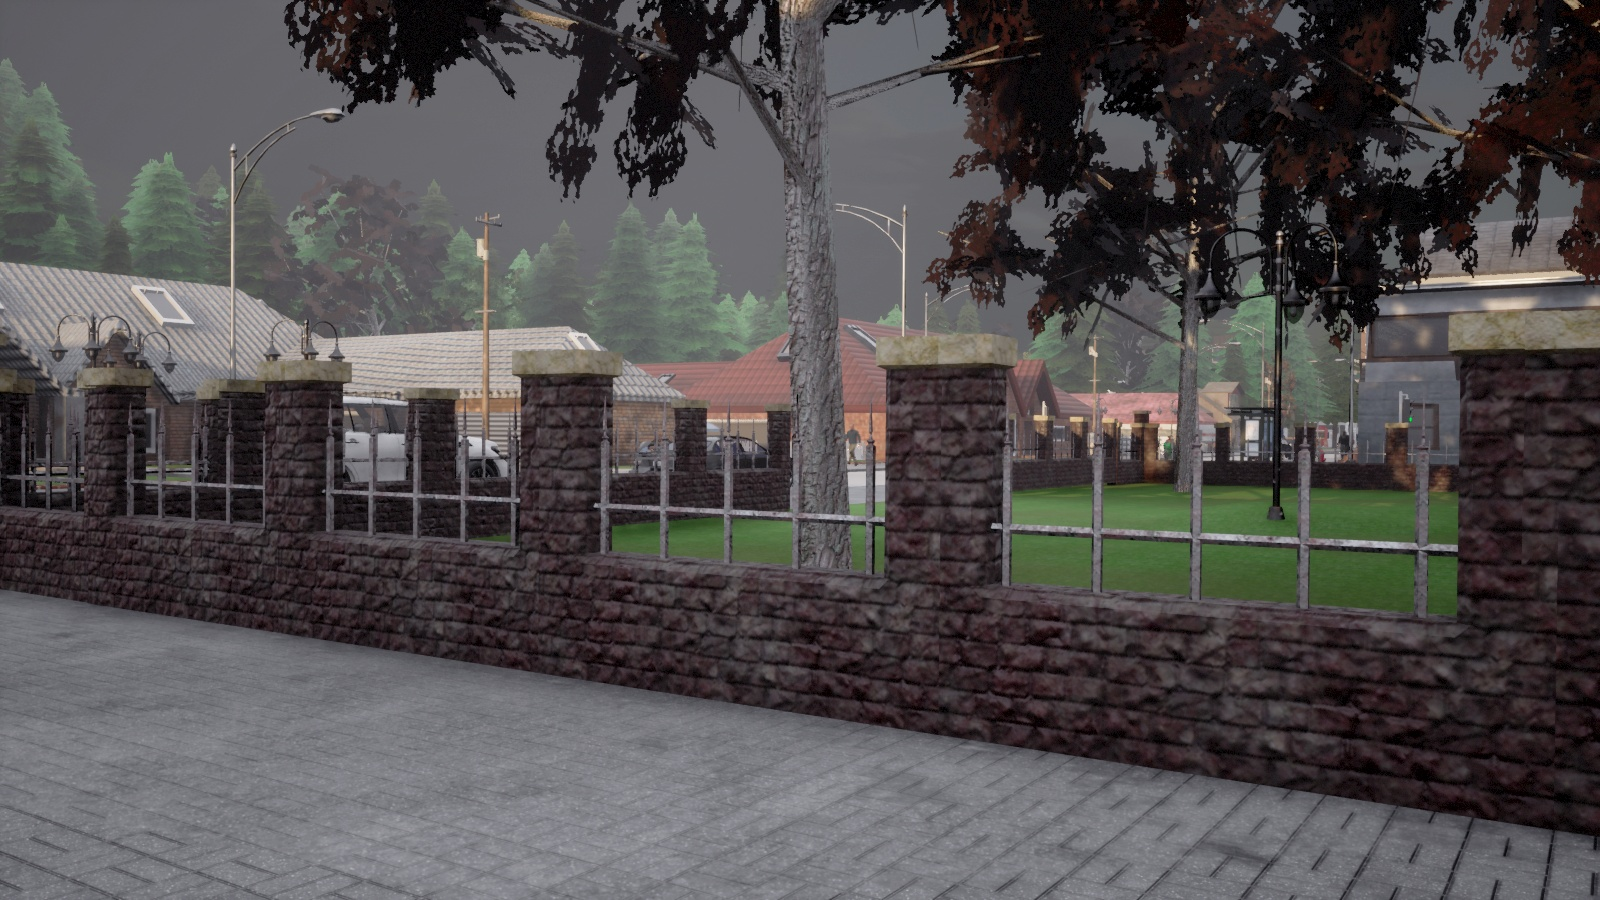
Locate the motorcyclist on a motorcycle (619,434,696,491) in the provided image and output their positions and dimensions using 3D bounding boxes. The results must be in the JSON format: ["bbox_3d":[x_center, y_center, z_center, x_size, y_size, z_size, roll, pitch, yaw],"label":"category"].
[{"bbox_3d":[-3.955,0.324,35.040,0.866,1.530,2.191,0,1,36],"label":"motorcyclist on a motorcycle"}]

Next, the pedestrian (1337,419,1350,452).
[{"bbox_3d":[31.362,-0.832,72.448,0.563,1.883,0.849,0,1,32],"label":"pedestrian"}]

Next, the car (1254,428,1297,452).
[{"bbox_3d":[30.531,-0.632,80.619,1.845,1.501,3.633,0,1,33],"label":"car"}]

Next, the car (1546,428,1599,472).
[{"bbox_3d":[27.237,-0.021,40.529,5.357,1.411,2.033,0,1,33],"label":"car"}]

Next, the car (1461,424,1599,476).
[{"bbox_3d":[23.066,-0.023,38.337,5.008,1.535,1.882,0,1,30],"label":"car"}]

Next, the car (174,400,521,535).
[{"bbox_3d":[-7.683,0.219,22.017,2.150,2.045,5.566,0,1,32],"label":"car"}]

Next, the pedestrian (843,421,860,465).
[{"bbox_3d":[2.137,-0.296,52.014,0.402,1.842,0.726,0,1,33],"label":"pedestrian"}]

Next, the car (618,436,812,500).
[{"bbox_3d":[-1.944,0.375,30.879,2.033,1.411,5.357,0,1,31],"label":"car"}]
